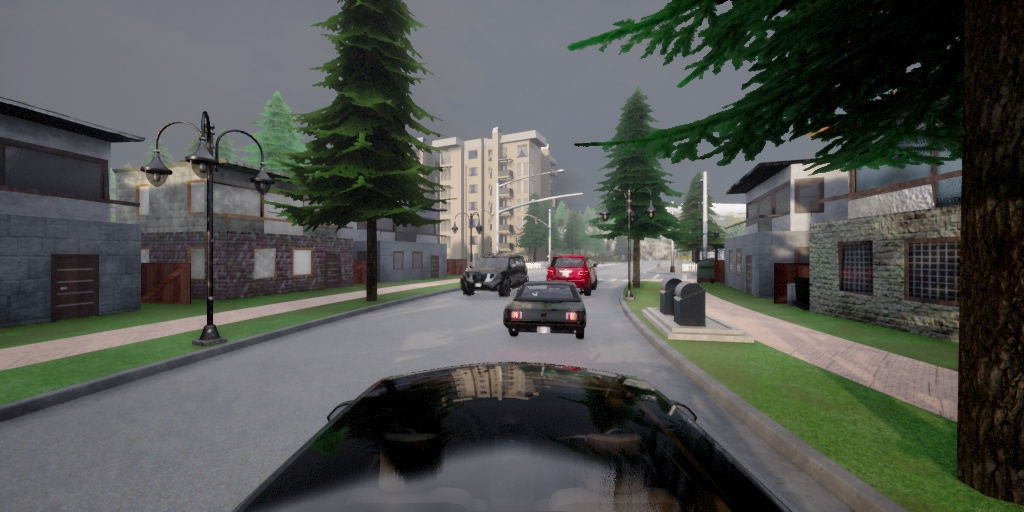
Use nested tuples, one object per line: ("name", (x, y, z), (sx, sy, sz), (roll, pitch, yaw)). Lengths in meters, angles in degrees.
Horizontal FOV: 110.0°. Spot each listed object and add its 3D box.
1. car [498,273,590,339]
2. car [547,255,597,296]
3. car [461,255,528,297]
("car", (1.073, 1.351, 10.135), (1.895, 1.301, 4.718), (0, 0, 9))
("car", (3.369, 0.971, 19.631), (2.150, 2.045, 5.566), (0, 0, 18))
("car", (-0.710, 0.972, 18.951), (2.150, 2.045, 5.566), (0, 0, 18))
